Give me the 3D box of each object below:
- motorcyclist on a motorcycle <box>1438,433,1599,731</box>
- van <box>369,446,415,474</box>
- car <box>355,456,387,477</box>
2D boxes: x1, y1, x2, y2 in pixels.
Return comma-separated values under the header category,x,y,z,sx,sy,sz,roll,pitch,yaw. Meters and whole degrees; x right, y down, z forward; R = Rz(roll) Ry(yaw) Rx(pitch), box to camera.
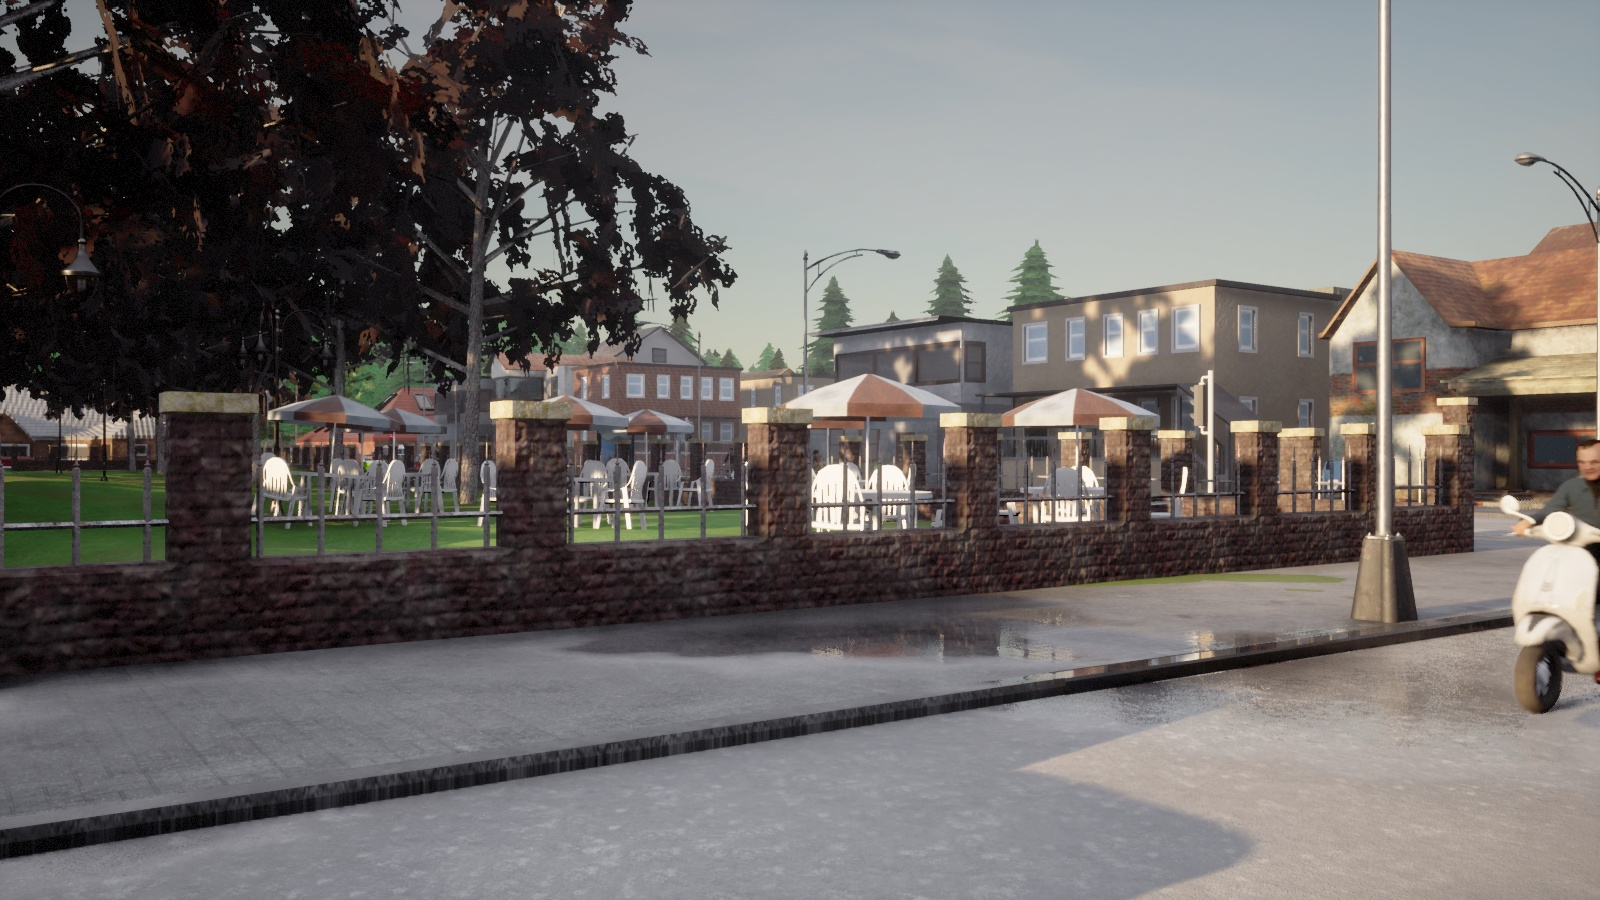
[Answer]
category,x,y,z,sx,sy,sz,roll,pitch,yaw
motorcyclist on a motorcycle,4.765,0.707,7.590,1.817,1.590,0.866,0,0,-35
van,-30.423,0.762,93.524,2.069,2.038,4.480,0,0,-35
car,-28.675,1.066,83.927,1.481,1.376,2.207,0,-1,-36
